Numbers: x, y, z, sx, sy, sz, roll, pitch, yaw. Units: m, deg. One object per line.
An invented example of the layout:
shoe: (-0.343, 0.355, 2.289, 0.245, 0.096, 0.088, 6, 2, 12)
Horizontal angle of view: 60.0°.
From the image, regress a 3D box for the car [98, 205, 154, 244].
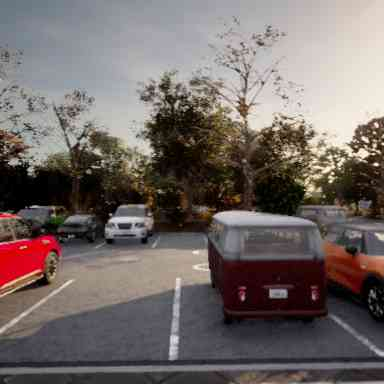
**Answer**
car: (-3.495, 1.800, 19.615, 2.435, 2.045, 5.566, -1, -2, -2)

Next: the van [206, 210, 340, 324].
van: (1.357, 1.460, 7.606, 1.878, 1.987, 4.442, 0, -2, -1)

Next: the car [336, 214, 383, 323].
car: (4.395, 1.552, 7.589, 2.185, 1.767, 4.553, 0, -2, -1)

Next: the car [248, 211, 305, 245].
car: (4.877, 2.031, 20.017, 1.946, 1.575, 5.366, 0, -2, -1)

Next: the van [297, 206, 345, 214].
van: (7.678, 1.806, 19.787, 1.878, 1.987, 4.442, 0, -2, -1)

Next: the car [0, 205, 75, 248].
car: (-8.956, 1.853, 19.461, 2.435, 2.045, 5.566, -1, -2, -2)

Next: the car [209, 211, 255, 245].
car: (2.217, 2.032, 19.955, 1.946, 1.575, 5.366, 0, -2, -1)

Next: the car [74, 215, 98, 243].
car: (-6.285, 2.078, 19.551, 2.231, 1.521, 4.892, -1, -2, -2)

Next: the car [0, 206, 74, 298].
car: (-4.832, 1.463, 7.366, 2.435, 2.045, 5.566, 0, -2, -1)
